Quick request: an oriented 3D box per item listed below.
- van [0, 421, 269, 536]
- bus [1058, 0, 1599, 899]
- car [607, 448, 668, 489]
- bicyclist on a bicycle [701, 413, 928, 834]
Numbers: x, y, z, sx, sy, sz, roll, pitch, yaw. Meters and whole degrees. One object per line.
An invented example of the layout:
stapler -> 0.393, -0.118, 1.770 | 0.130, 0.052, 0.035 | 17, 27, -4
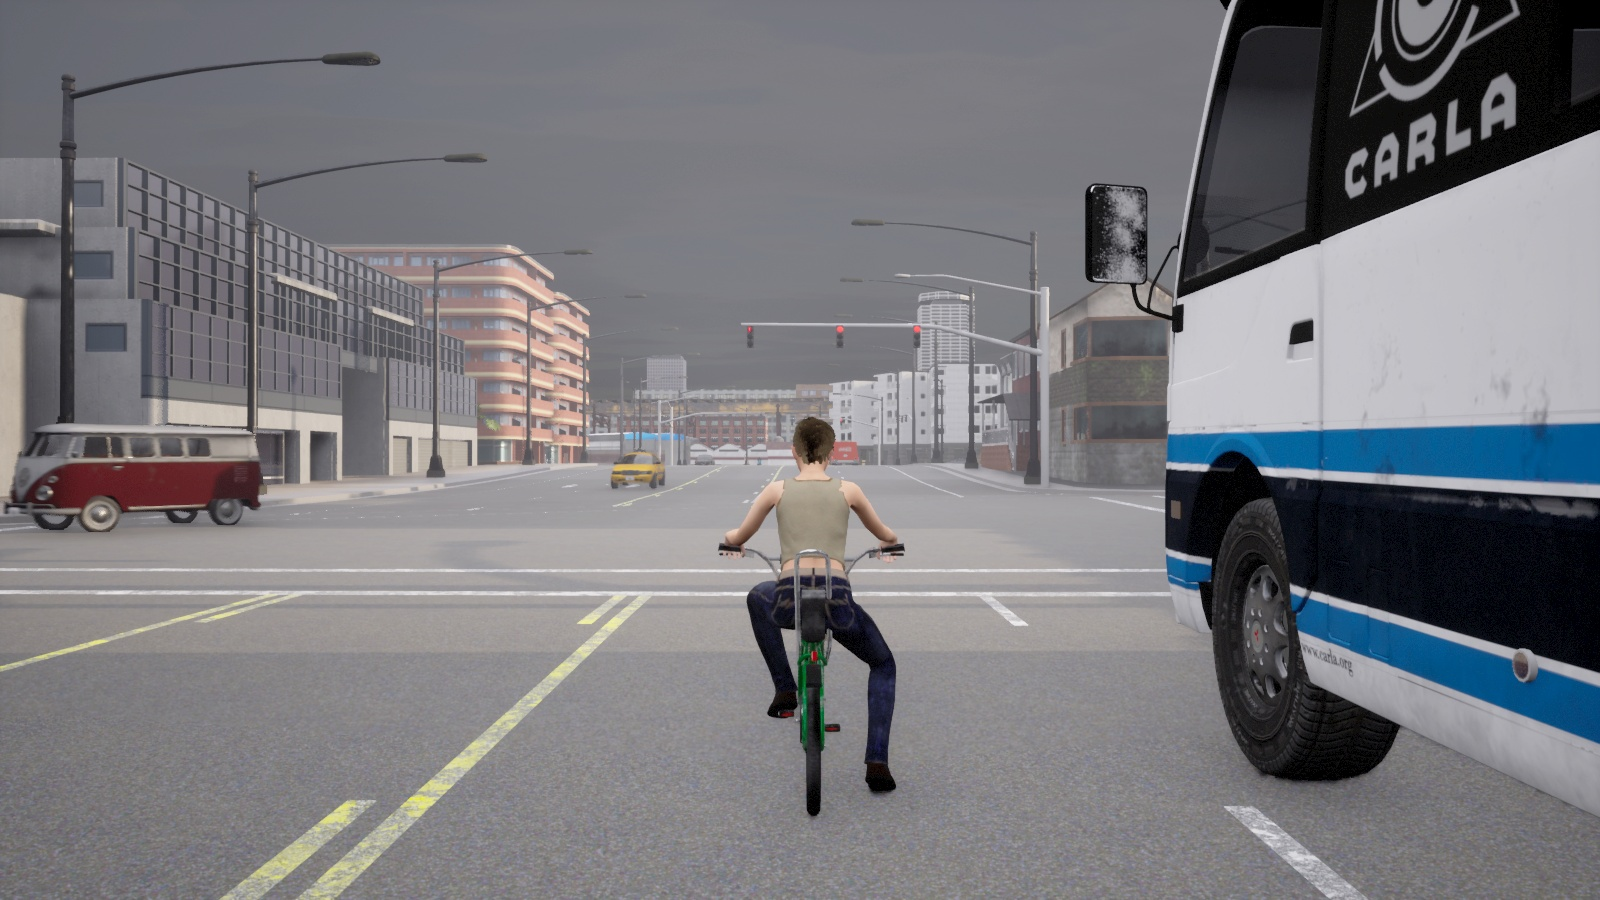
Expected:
van -> -12.708, 0.490, 24.087 | 1.775, 1.987, 4.442 | 0, 0, 31
bus -> 3.564, -0.636, 2.680 | 3.944, 4.253, 10.273 | 0, 0, 0
car -> -6.687, 0.729, 52.251 | 1.801, 1.575, 5.366 | 0, 1, 0
bicyclist on a bicycle -> 0.053, 0.663, 5.561 | 0.866, 1.612, 1.509 | 0, 0, 0
